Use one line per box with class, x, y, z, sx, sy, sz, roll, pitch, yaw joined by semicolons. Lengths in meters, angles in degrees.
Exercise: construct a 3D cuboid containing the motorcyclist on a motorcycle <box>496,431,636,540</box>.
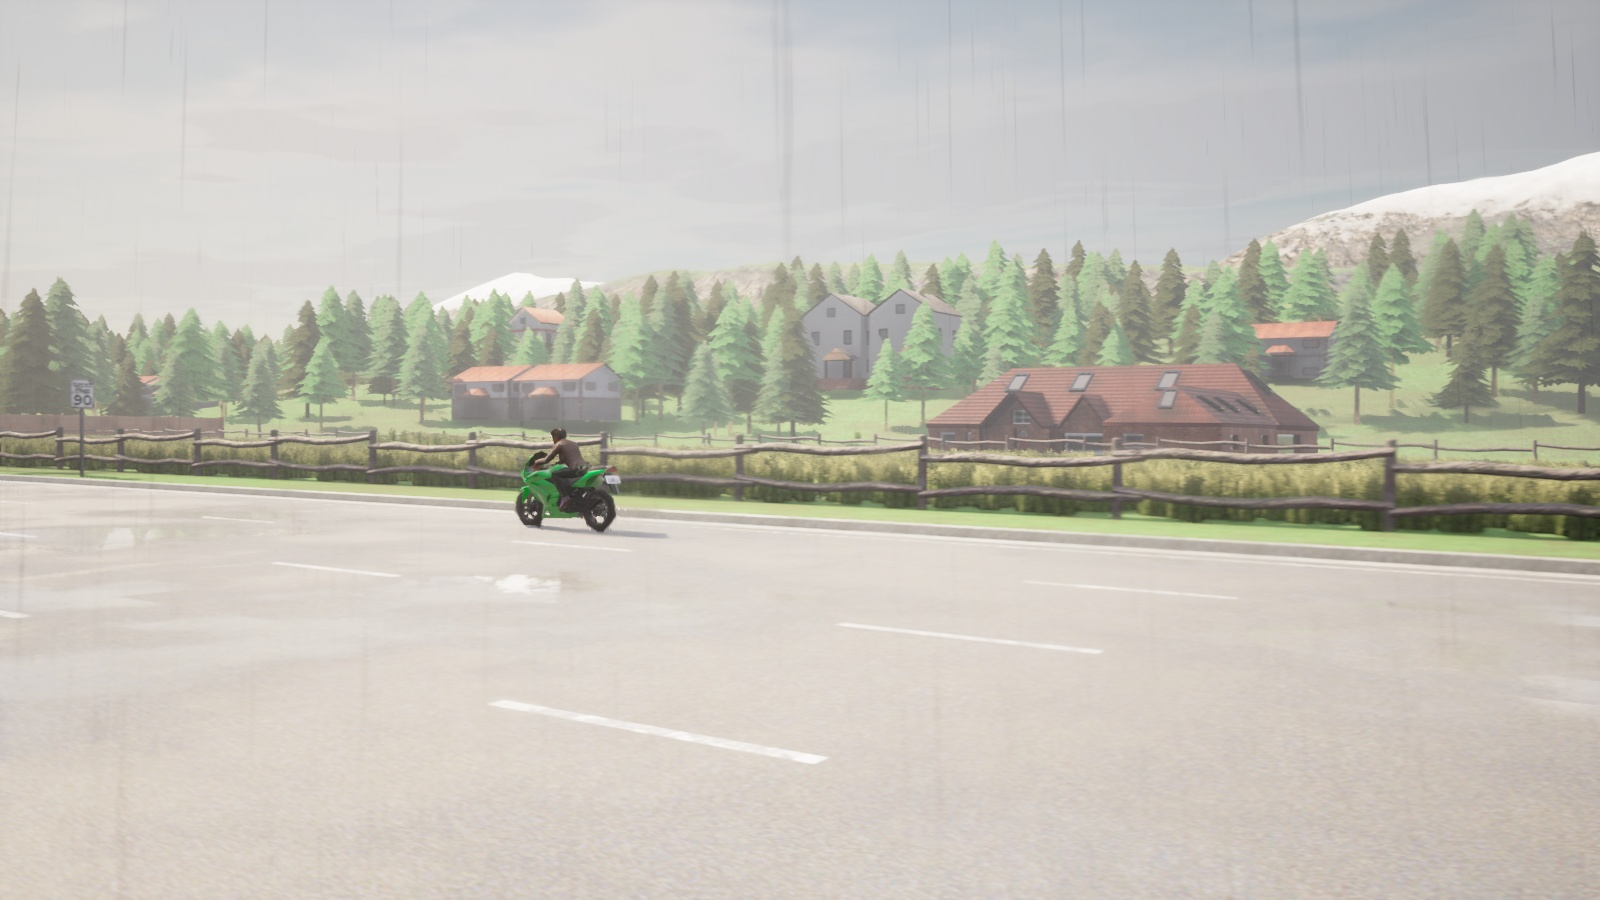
motorcyclist on a motorcycle;-3.468;0.492;18.531;2.044;1.523;0.797;0;1;34
